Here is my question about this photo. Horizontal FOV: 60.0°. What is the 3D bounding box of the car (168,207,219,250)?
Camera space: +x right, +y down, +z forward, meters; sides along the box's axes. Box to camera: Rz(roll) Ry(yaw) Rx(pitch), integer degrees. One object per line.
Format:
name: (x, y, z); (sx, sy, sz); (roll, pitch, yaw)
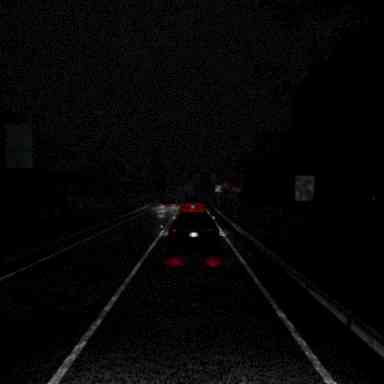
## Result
car: (0.074, 1.522, 14.083); (1.994, 1.385, 4.181); (0, 0, 0)

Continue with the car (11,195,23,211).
car: (-22.136, 1.408, 37.212); (4.792, 1.488, 2.163); (0, 0, 0)

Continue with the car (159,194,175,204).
car: (-3.329, 0.970, 46.527); (1.812, 1.442, 4.674); (0, -4, 0)

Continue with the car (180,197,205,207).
car: (0.076, 1.220, 28.823); (2.097, 1.767, 4.553); (0, 0, 0)

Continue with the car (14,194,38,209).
car: (-21.924, 1.369, 39.987); (5.366, 1.575, 1.946); (0, 0, 0)

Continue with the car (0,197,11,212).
car: (-22.097, 1.387, 34.438); (4.892, 1.521, 2.231); (0, 0, 0)

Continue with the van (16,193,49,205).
van: (-21.999, 1.133, 45.537); (4.442, 1.987, 1.878); (0, 0, 0)

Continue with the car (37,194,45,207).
car: (-22.143, 1.395, 42.764); (4.792, 1.488, 2.163); (0, 0, 0)
